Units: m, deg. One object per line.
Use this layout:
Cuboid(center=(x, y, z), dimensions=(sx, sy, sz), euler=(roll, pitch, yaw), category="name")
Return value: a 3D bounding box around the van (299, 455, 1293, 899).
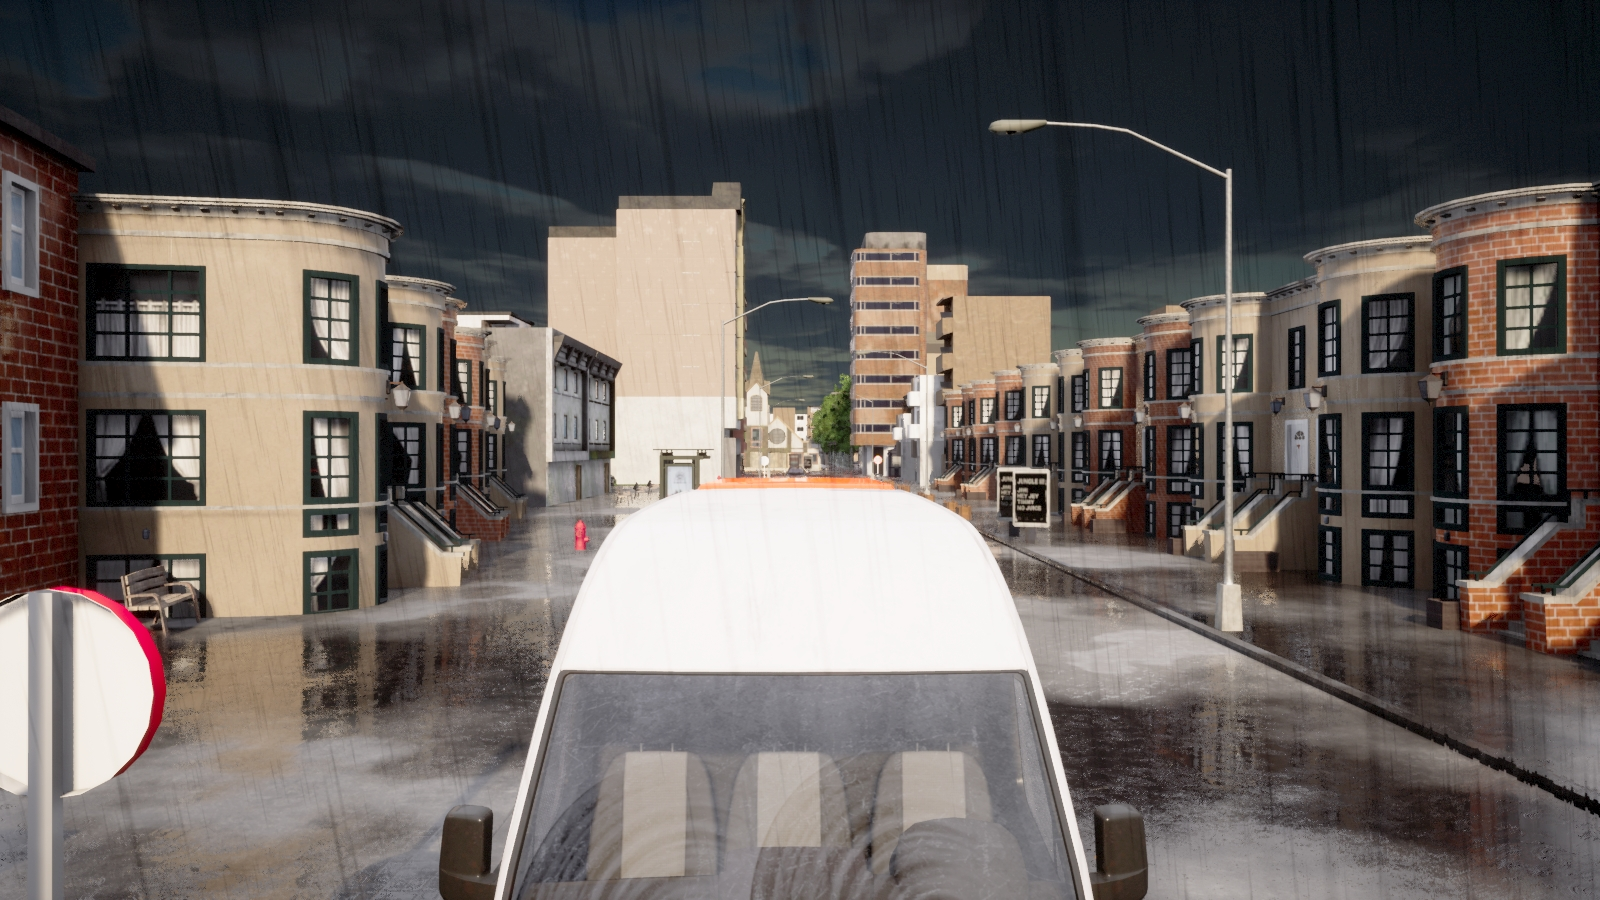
Cuboid(center=(-0.019, 1.314, 5.243), dimensions=(1.988, 2.561, 5.915), euler=(0, 0, 0), category="van")
